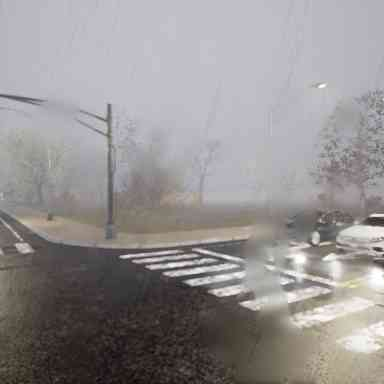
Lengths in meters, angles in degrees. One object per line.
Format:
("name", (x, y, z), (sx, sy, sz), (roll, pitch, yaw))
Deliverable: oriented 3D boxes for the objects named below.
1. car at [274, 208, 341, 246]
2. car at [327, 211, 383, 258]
("car", (5.879, 1.551, 15.610), (4.892, 1.490, 1.837), (0, 0, -36))
("car", (7.488, 1.566, 12.742), (4.674, 1.442, 1.812), (0, 0, -34))
